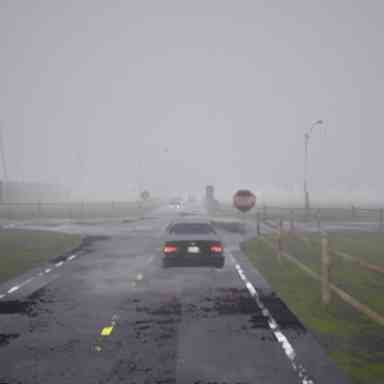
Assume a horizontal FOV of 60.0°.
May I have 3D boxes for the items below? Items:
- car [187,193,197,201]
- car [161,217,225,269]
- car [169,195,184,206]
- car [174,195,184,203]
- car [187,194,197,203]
[{"bbox_3d":[0.000,1.190,79.565,2.097,1.767,4.553,0,0,0],"label":"car"},{"bbox_3d":[-0.072,1.549,11.180,2.033,1.411,5.357,0,0,-2],"label":"car"},{"bbox_3d":[-2.806,1.551,55.819,2.033,1.411,5.357,0,0,1],"label":"car"},{"bbox_3d":[-2.749,1.495,71.211,1.837,1.490,4.892,0,0,0],"label":"car"},{"bbox_3d":[0.001,1.537,69.177,2.033,1.411,5.357,0,0,0],"label":"car"}]
